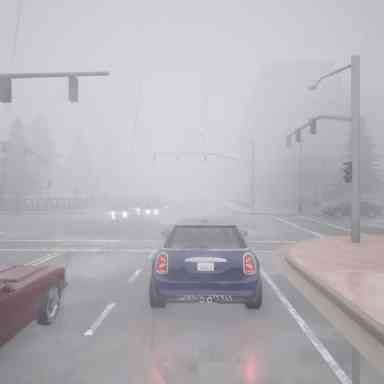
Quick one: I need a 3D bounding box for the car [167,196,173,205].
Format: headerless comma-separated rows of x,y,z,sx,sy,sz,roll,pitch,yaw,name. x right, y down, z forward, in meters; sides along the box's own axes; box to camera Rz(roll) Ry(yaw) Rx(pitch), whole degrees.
-4.724,1.478,55.110,1.882,1.535,5.008,0,0,2,car

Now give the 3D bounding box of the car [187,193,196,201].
-0.105,1.223,82.441,2.150,2.045,5.566,0,0,2,car

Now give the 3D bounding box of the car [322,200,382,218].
14.110,1.505,29.472,4.892,1.490,1.837,0,0,4,car

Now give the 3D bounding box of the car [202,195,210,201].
3.391,1.475,82.279,1.882,1.535,5.008,0,0,2,car

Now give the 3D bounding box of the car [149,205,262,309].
0.303,1.352,8.045,2.097,1.767,4.553,0,0,2,car

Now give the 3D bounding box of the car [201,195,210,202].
3.064,1.549,73.575,1.994,1.385,4.181,0,0,2,car

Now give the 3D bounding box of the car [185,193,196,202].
-0.471,1.520,72.710,1.812,1.442,4.674,0,0,2,car

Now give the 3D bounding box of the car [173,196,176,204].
-4.284,1.478,65.409,1.882,1.535,5.008,0,0,3,car

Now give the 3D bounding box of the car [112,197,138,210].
-8.712,1.601,42.483,1.895,1.301,4.718,0,0,2,car

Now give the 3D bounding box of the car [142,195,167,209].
-5.086,1.491,45.751,2.128,1.511,4.902,0,0,2,car

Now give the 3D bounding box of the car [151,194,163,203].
-7.502,1.355,72.030,2.097,1.767,4.553,0,0,2,car

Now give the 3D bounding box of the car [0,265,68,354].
-3.308,1.601,4.171,1.895,1.301,4.718,0,0,2,car

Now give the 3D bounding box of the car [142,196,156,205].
-7.948,1.505,61.874,1.837,1.490,4.892,0,0,3,car

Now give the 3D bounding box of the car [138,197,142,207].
-8.356,1.491,51.788,2.128,1.511,4.902,0,0,2,car
